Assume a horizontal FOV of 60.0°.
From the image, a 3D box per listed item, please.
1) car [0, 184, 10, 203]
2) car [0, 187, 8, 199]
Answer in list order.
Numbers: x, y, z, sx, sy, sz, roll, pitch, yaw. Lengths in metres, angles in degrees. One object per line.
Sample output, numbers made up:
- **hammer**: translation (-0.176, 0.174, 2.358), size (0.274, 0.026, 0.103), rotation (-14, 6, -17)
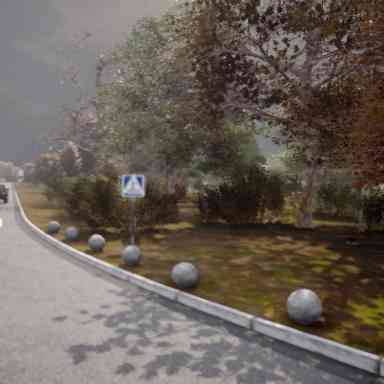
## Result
- **car**: translation (-21.318, 0.126, 36.330), size (2.150, 2.045, 5.566), rotation (1, 2, -29)
- **car**: translation (-26.435, 0.082, 45.680), size (2.033, 1.411, 5.357), rotation (1, 2, -29)
